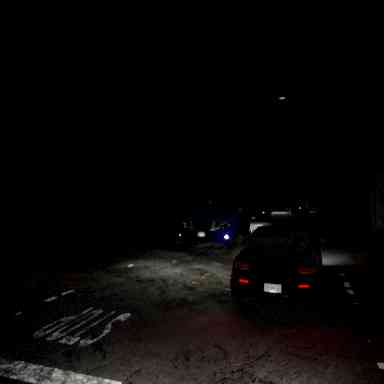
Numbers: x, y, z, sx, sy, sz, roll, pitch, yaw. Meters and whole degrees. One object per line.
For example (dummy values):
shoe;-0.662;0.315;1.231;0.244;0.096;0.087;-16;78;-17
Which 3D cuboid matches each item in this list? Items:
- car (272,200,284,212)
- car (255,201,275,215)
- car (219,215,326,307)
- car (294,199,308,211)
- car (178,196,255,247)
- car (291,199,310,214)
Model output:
car;10.651;1.760;42.300;1.994;1.385;4.181;0;-1;19
car;5.290;1.620;26.842;1.895;1.301;4.718;0;0;19
car;2.162;1.527;8.034;1.812;1.442;4.674;0;0;19
car;15.380;1.743;46.883;1.882;1.535;5.008;0;-1;19
car;1.226;1.226;14.901;2.150;2.045;5.566;0;0;19
car;12.204;1.693;37.380;1.994;1.385;4.181;0;-1;19
